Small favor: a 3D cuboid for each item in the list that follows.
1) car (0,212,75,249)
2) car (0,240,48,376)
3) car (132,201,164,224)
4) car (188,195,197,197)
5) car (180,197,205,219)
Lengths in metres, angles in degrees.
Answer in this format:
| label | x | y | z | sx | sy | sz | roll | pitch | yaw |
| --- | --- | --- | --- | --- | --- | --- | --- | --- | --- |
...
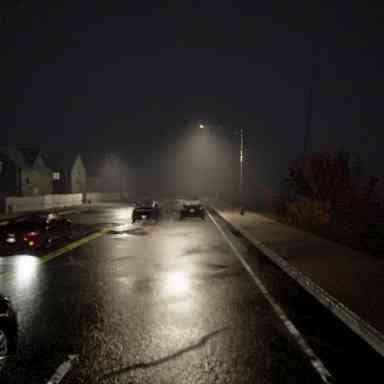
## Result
| label | x | y | z | sx | sy | sz | roll | pitch | yaw |
| --- | --- | --- | --- | --- | --- | --- | --- | --- | --- |
| car | -6.493 | 1.531 | 13.936 | 1.994 | 1.385 | 4.181 | 0 | 0 | 0 |
| car | -3.149 | 1.484 | 2.290 | 2.128 | 1.511 | 4.902 | 0 | 0 | 0 |
| car | -3.138 | 1.399 | 24.111 | 2.128 | 1.511 | 4.902 | 0 | 0 | 0 |
| car | 0.029 | 1.289 | 54.756 | 2.163 | 1.488 | 4.792 | 0 | 0 | 0 |
| car | 0.024 | 1.429 | 27.524 | 2.163 | 1.488 | 4.792 | 0 | 0 | 0 |
